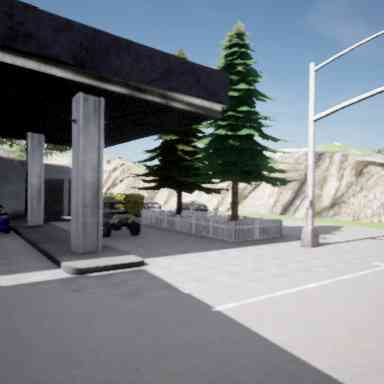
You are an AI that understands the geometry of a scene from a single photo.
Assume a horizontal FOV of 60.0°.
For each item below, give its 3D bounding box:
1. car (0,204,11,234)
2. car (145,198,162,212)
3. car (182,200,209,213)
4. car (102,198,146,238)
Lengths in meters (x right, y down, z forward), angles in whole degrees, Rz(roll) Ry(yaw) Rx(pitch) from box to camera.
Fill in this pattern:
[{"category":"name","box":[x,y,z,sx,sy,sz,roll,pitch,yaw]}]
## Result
[{"category":"car","box":[-11.526,1.421,18.568,2.242,1.667,4.611,1,0,-35]},{"category":"car","box":[-5.233,1.452,38.847,2.128,1.511,4.902,1,0,-34]},{"category":"car","box":[0.024,1.607,37.648,1.994,1.385,4.181,1,0,-34]},{"category":"car","box":[-4.399,1.358,18.258,1.905,1.878,3.866,1,0,-35]}]
